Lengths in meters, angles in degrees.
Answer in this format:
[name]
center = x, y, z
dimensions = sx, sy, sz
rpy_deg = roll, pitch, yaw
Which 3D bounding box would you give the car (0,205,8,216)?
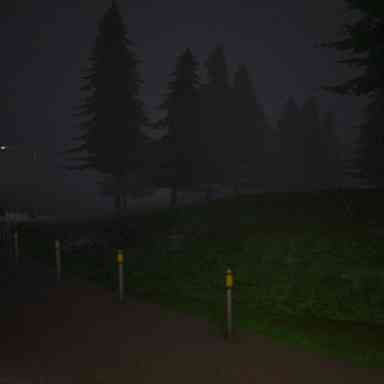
[car]
center = -21.873, 1.931, 36.396
dimensions = 2.128, 1.511, 4.902
rpy_deg = 3, -2, -9
